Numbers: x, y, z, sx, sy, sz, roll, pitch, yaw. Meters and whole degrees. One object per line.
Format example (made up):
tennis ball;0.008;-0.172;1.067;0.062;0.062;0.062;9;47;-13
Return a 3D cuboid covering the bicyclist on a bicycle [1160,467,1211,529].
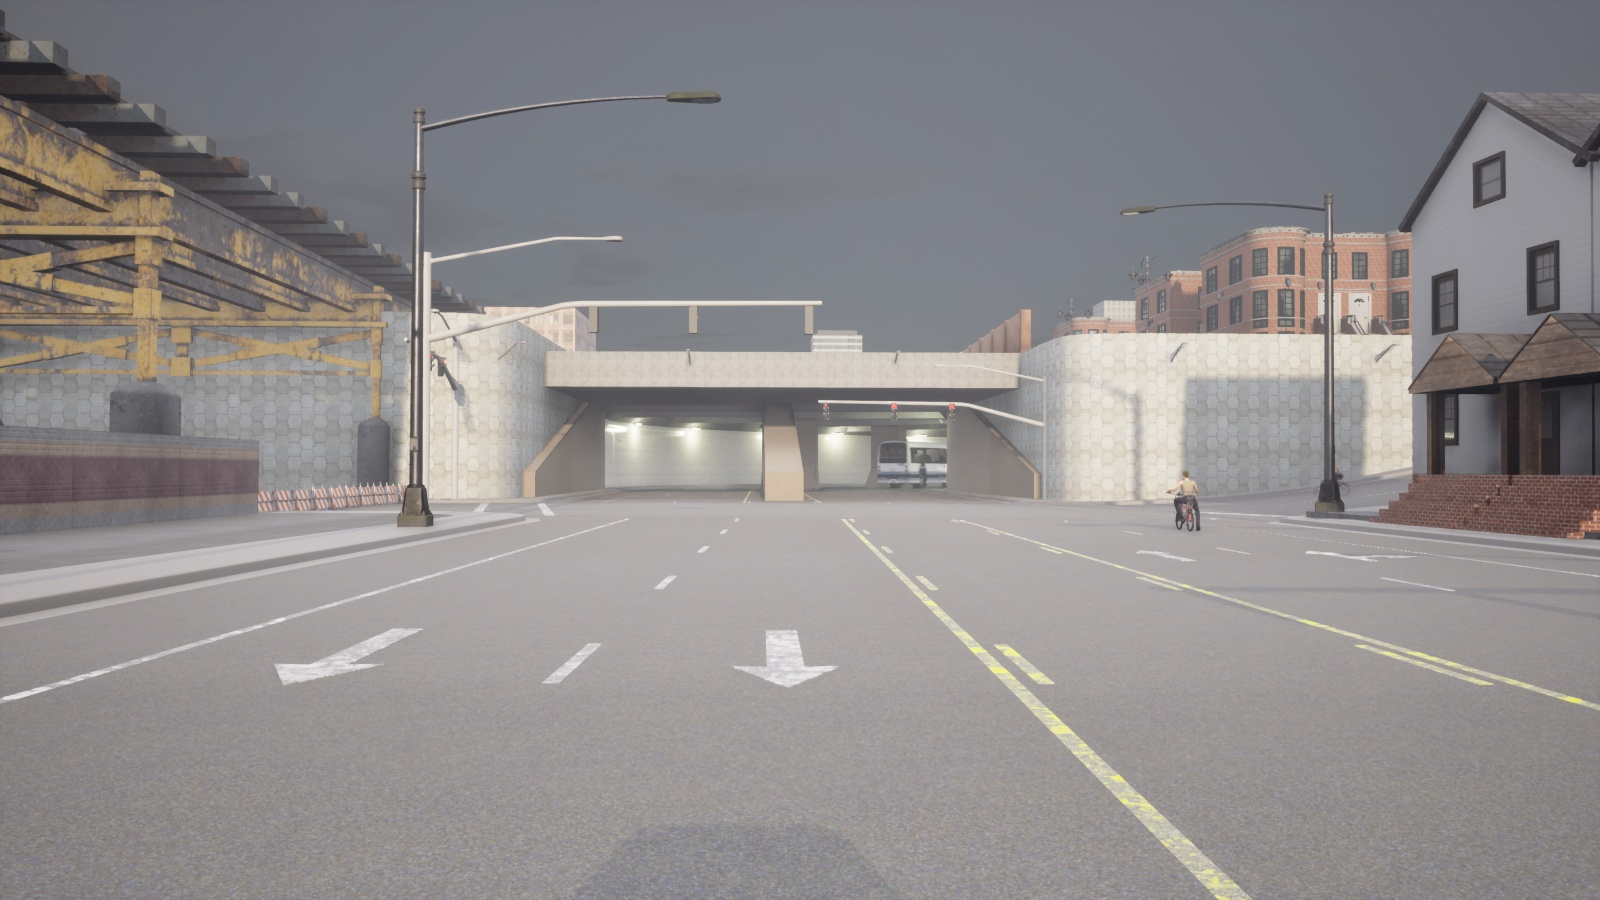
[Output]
bicyclist on a bicycle;10.309;1.273;33.622;0.866;1.612;1.509;0;-1;0
